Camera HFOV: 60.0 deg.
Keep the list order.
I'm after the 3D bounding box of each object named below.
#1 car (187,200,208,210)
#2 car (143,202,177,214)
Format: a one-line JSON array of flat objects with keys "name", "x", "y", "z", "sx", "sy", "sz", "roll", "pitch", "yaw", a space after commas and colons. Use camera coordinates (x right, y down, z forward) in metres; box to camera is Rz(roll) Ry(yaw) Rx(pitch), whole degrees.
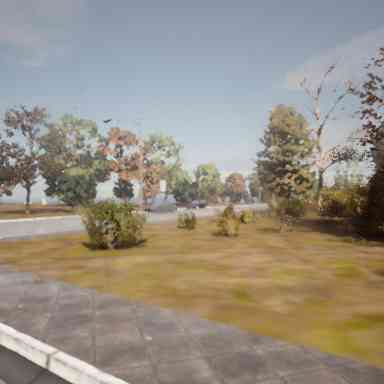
[{"name": "car", "x": 0.960, "y": 2.199, "z": 56.940, "sx": 1.882, "sy": 1.535, "sz": 5.008, "roll": -2, "pitch": -2, "yaw": 32}, {"name": "car", "x": -4.012, "y": 2.049, "z": 42.630, "sx": 2.033, "sy": 1.411, "sz": 5.357, "roll": -2, "pitch": -1, "yaw": 32}]
